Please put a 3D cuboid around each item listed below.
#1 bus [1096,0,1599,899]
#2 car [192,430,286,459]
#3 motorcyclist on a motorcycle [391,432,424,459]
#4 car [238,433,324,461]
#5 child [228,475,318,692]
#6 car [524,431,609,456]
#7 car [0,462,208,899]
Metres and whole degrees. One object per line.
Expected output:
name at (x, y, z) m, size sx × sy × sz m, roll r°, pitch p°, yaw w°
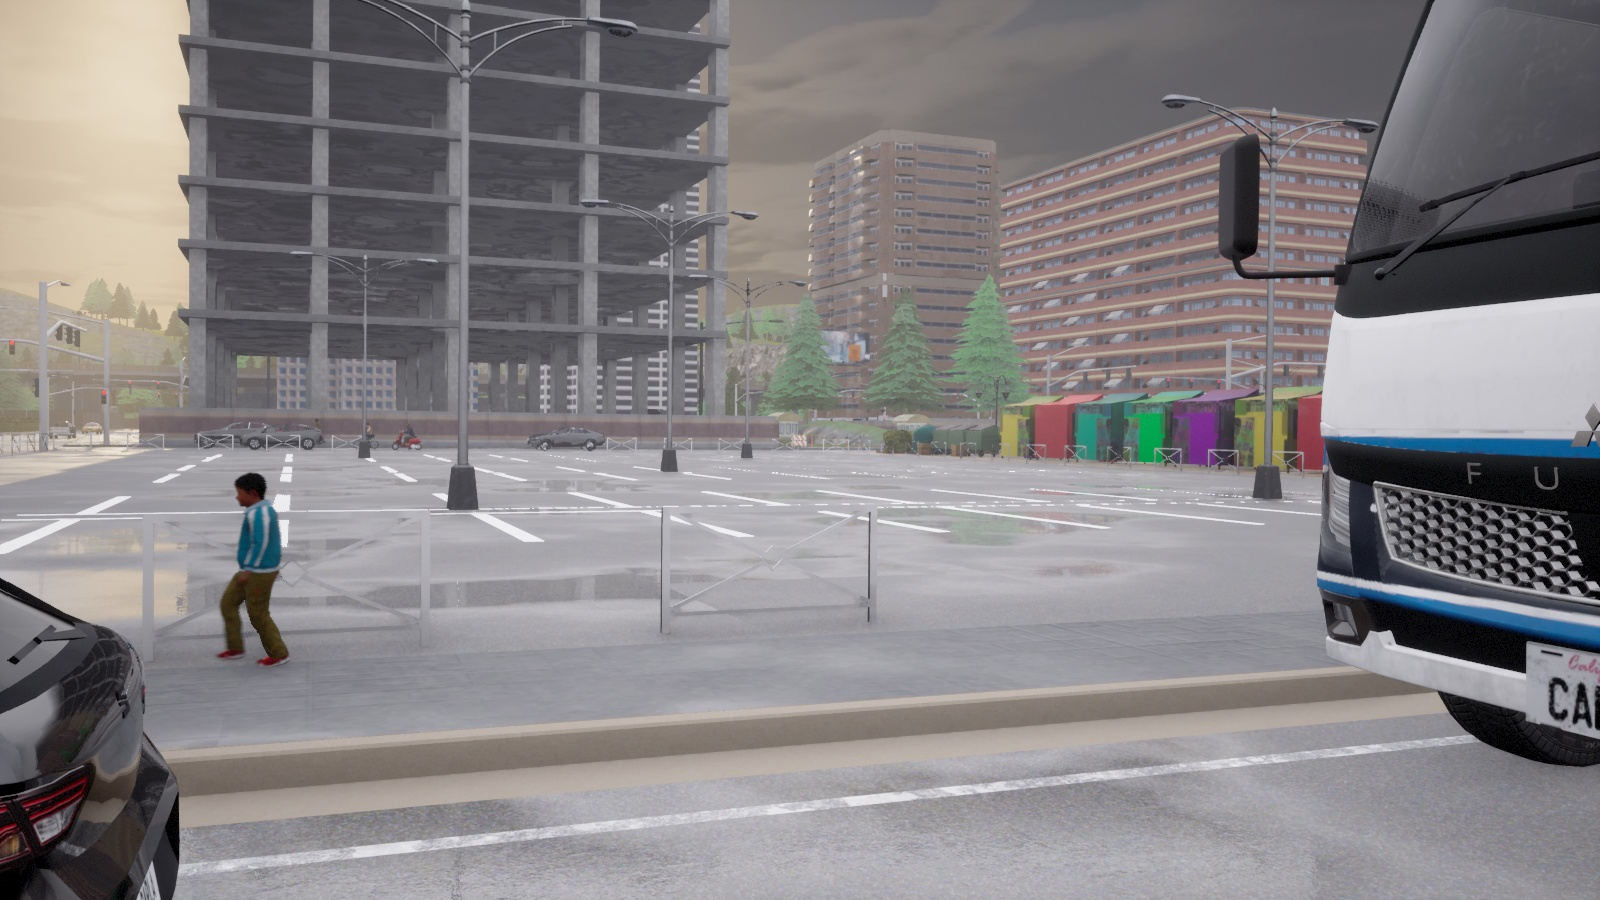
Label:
bus at (6.891, -0.747, 5.803) m, size 10.273 × 4.253 × 3.944 m, roll -1°, pitch 1°, yaw -20°
car at (-33.451, -0.338, 75.023) m, size 5.027 × 1.651 × 2.152 m, roll -1°, pitch 1°, yaw -22°
motorcyclist on a motorcycle at (-23.535, -0.275, 75.304) m, size 1.817 × 1.590 × 0.866 m, roll -1°, pitch 1°, yaw -22°
car at (-29.989, -0.169, 72.661) m, size 4.514 × 1.525 × 2.007 m, roll -1°, pitch 1°, yaw -22°
child at (-3.032, 0.752, 7.244) m, size 0.448 × 1.192 × 0.343 m, roll -1°, pitch 1°, yaw -22°
car at (-14.696, -0.426, 78.923) m, size 4.902 × 1.511 × 2.128 m, roll -1°, pitch 1°, yaw -22°
car at (-3.322, 0.815, 1.970) m, size 4.193 × 1.474 × 1.816 m, roll -1°, pitch 1°, yaw -21°
